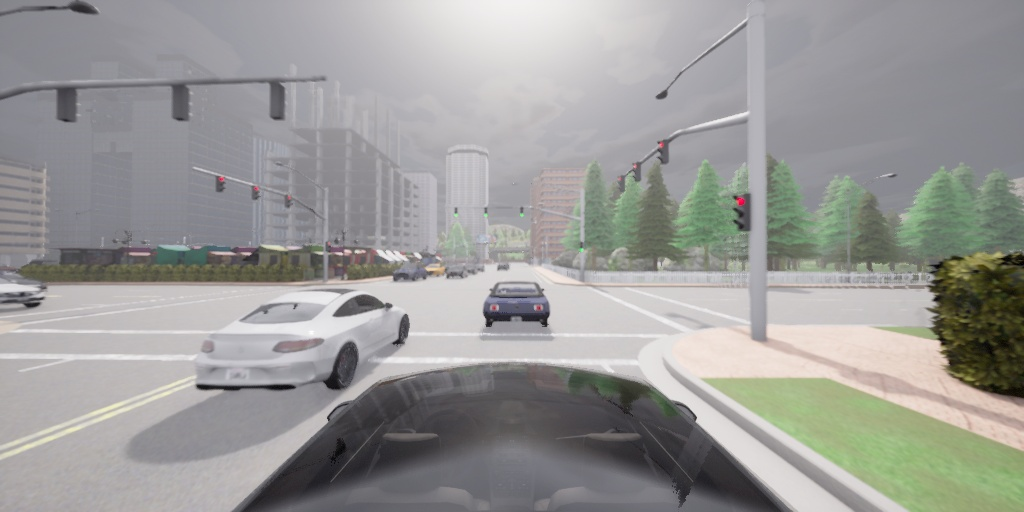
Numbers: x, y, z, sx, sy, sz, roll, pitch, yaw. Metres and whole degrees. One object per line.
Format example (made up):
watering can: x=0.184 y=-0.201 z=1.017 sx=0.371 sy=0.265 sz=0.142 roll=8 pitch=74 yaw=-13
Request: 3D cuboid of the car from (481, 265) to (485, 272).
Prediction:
car: x=-5.510 y=1.964 z=59.568 sx=2.033 sy=1.411 sz=5.357 roll=0 pitch=-1 yaw=2

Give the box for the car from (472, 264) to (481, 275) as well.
car: x=-5.816 y=1.801 z=49.118 sx=1.837 sy=1.490 sz=4.892 roll=0 pitch=-1 yaw=1

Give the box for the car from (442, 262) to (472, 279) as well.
car: x=-6.050 y=1.697 z=40.012 sx=1.837 sy=1.490 sz=4.892 roll=0 pitch=-1 yaw=1

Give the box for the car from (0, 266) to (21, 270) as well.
car: x=-26.304 y=1.433 z=17.947 sx=4.902 sy=1.511 sz=2.128 roll=0 pitch=-1 yaw=3

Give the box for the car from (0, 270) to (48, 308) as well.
car: x=-21.543 y=1.424 z=14.221 sx=4.674 sy=1.442 sz=1.812 roll=0 pitch=-1 yaw=3

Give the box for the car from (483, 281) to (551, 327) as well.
car: x=0.174 y=1.469 z=12.017 sx=1.895 sy=1.301 sz=4.718 roll=0 pitch=-1 yaw=1

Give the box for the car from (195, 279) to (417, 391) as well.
car: x=-3.405 y=1.335 z=6.780 sx=1.812 sy=1.442 sz=4.674 roll=0 pitch=-1 yaw=0

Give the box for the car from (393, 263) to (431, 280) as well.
car: x=-9.810 y=1.484 z=34.759 sx=2.097 sy=1.767 sz=4.553 roll=0 pitch=-1 yaw=4

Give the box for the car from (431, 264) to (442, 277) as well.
car: x=-9.456 y=1.712 z=43.715 sx=1.882 sy=1.535 sz=5.008 roll=0 pitch=-1 yaw=1
